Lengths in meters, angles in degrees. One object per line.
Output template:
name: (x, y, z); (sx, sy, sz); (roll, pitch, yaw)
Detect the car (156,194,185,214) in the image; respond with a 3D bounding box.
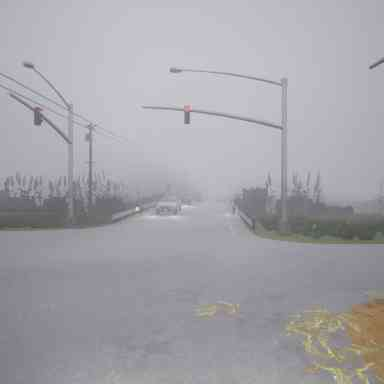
car: (-2.097, 1.149, 30.796); (1.812, 1.442, 4.674); (0, 3, 5)

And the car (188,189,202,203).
car: (0.258, 0.570, 51.247); (2.150, 2.045, 5.566); (0, -1, 8)

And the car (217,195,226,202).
car: (6.064, 1.358, 68.437); (1.882, 1.535, 5.008); (0, -1, 6)

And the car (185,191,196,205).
car: (-1.073, 0.874, 40.758); (1.994, 1.385, 4.181); (0, 1, 6)
